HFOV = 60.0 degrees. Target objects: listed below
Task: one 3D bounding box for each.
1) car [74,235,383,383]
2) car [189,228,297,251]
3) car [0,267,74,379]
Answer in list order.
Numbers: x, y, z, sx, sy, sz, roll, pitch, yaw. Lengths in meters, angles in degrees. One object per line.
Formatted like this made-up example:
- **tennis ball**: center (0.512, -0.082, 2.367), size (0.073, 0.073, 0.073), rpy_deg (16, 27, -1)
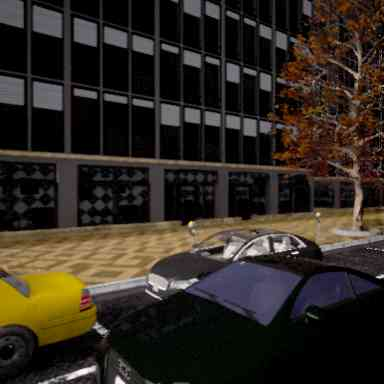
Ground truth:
- **car**: center (1.004, 1.542, 4.093), size (4.181, 1.385, 1.994), rpy_deg (-1, 0, -35)
- **car**: center (1.116, 1.514, 7.351), size (4.403, 1.369, 2.008), rpy_deg (-1, 1, -35)
- **car**: center (-3.658, 1.531, 3.947), size (4.829, 1.417, 1.752), rpy_deg (0, 0, -35)
